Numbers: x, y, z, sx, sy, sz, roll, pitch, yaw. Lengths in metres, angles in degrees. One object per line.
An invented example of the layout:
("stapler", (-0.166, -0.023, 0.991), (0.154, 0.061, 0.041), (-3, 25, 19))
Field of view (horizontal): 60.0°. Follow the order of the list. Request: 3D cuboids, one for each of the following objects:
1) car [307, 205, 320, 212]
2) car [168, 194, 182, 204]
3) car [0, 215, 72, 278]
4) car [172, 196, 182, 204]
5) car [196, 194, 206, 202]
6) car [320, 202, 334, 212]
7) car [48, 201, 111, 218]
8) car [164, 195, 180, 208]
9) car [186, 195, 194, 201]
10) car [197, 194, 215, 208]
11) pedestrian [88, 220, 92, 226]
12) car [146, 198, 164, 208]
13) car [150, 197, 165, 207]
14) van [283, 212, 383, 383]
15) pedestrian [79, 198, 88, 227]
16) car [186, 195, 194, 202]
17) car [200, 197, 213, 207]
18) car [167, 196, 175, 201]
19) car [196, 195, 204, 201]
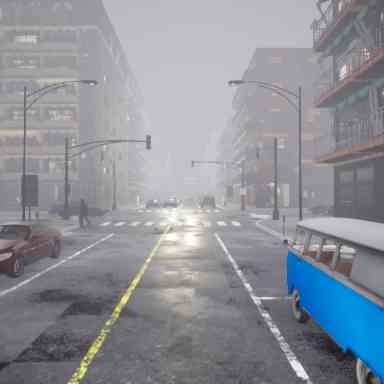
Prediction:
("car", (14.172, 1.617, 33.493), (4.718, 1.301, 1.895), (0, -1, -3))
("car", (-3.148, 1.576, 58.343), (1.812, 1.442, 4.674), (0, 0, 0))
("car", (-5.354, 1.588, 10.127), (1.802, 1.307, 4.206), (1, 0, 0))
("car", (-3.136, 1.602, 68.545), (1.812, 1.442, 4.674), (0, 0, 0))
("car", (2.131, 1.444, 81.655), (2.192, 1.841, 5.009), (1, 0, 0))
("car", (13.591, 1.452, 28.077), (4.403, 1.369, 2.008), (0, -1, 0))
("car", (-10.106, 1.559, 29.971), (5.357, 1.411, 2.033), (0, -1, 9))
("car", (-3.110, 1.602, 48.453), (1.994, 1.385, 4.181), (0, 0, -1))
("car", (-0.486, 1.538, 88.291), (2.033, 1.411, 5.357), (0, 0, 0))
("car", (2.320, 1.353, 48.297), (2.192, 1.841, 5.009), (1, 0, 0))
("pedestrian", (-7.030, 1.310, 21.867), (0.375, 1.860, 0.375), (1, -1, 0))
("car", (-5.565, 1.604, 48.207), (1.947, 1.339, 4.313), (1, 0, 0))
("car", (-5.595, 1.610, 53.768), (1.947, 1.339, 4.313), (1, 0, 0))
("van", (2.529, 1.343, 4.585), (1.690, 1.788, 3.998), (1, 0, 0))
("pedestrian", (-7.027, 1.309, 21.153), (0.375, 1.860, 0.375), (1, -1, 0))
("car", (-0.431, 1.658, 78.282), (1.994, 1.385, 4.181), (0, 0, 0))
("car", (2.284, 1.569, 54.026), (1.752, 1.417, 4.829), (1, 0, 0))
("car", (-5.813, 1.718, 92.531), (1.752, 1.417, 4.829), (1, 0, 0))
("car", (2.098, 1.601, 87.218), (1.967, 1.590, 4.097), (1, 0, 0))
